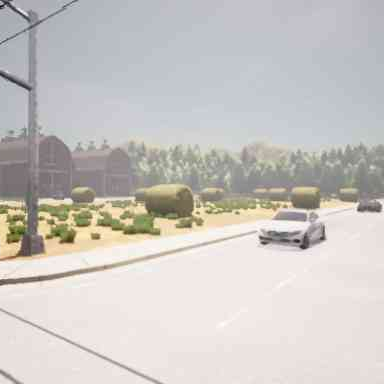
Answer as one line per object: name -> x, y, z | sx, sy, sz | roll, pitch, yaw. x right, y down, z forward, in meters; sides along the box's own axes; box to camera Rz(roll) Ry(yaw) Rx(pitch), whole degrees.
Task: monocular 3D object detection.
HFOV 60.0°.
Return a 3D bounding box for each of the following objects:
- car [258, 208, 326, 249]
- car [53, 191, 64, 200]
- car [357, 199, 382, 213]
car -> 4.467, 1.462, 14.360 | 1.812, 1.442, 4.674 | 0, 0, 35
car -> -29.904, 0.771, 74.921 | 1.905, 1.878, 3.866 | 6, 1, -12
car -> 18.610, 1.449, 34.849 | 1.994, 1.385, 4.181 | 0, 0, 35
